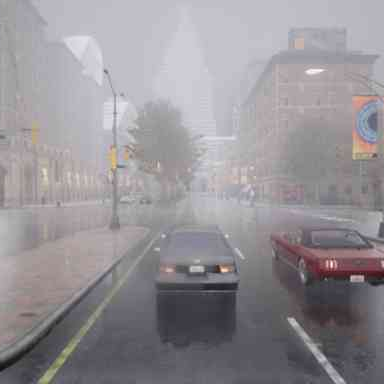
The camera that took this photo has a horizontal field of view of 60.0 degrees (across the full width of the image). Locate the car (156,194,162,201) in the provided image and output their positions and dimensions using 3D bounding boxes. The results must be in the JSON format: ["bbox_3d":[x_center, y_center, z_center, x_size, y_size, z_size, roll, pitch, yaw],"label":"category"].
[{"bbox_3d":[-8.083,1.492,72.048,1.812,1.442,4.674,0,0,0],"label":"car"}]

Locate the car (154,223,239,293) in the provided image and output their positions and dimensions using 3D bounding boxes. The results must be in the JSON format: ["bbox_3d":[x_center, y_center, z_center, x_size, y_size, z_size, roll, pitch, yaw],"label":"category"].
[{"bbox_3d":[0.091,1.543,8.958,2.033,1.411,5.357,0,0,0],"label":"car"}]

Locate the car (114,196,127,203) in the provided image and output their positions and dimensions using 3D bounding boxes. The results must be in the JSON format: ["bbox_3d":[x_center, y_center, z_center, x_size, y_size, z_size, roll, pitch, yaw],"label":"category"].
[{"bbox_3d":[-14.829,1.564,69.203,1.895,1.301,4.718,0,0,0],"label":"car"}]

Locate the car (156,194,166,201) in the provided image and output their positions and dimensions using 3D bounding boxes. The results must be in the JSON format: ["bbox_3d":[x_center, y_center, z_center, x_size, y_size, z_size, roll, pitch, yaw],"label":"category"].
[{"bbox_3d":[-8.099,1.316,86.716,2.097,1.767,4.553,0,0,0],"label":"car"}]

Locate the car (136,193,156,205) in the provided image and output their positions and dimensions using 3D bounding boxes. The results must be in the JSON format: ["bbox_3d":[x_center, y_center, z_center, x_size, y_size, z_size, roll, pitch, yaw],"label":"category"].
[{"bbox_3d":[-8.125,1.465,59.227,2.128,1.511,4.902,0,0,0],"label":"car"}]

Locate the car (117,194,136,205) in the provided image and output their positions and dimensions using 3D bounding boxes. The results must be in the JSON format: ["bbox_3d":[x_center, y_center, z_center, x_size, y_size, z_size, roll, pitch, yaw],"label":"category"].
[{"bbox_3d":[-11.624,1.499,58.936,1.812,1.442,4.674,0,0,0],"label":"car"}]

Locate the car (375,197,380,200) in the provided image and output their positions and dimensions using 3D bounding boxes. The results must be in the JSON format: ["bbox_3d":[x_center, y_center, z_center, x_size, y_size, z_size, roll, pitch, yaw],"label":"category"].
[{"bbox_3d":[37.864,1.449,70.660,2.231,1.521,4.892,0,0,0],"label":"car"}]

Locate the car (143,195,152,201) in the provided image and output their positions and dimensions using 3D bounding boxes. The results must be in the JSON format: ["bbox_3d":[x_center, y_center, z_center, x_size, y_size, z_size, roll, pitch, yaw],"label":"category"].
[{"bbox_3d":[-11.600,1.485,87.097,1.812,1.442,4.674,0,0,0],"label":"car"}]

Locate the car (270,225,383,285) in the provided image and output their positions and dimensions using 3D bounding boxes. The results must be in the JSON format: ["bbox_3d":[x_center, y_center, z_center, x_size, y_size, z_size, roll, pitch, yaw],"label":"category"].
[{"bbox_3d":[3.590,1.596,9.442,1.895,1.301,4.718,0,0,0],"label":"car"}]
